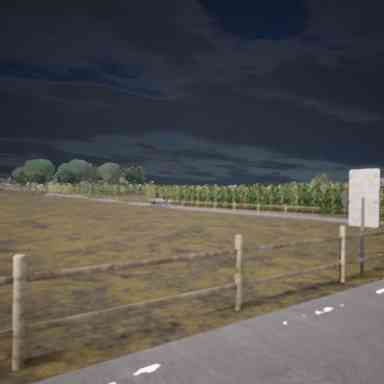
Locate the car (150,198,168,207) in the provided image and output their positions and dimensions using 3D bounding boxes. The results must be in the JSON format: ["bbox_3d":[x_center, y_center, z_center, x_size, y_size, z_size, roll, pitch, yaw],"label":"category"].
[{"bbox_3d":[-5.750,1.836,58.468,1.812,1.442,4.674,3,-1,-35],"label":"car"}]
